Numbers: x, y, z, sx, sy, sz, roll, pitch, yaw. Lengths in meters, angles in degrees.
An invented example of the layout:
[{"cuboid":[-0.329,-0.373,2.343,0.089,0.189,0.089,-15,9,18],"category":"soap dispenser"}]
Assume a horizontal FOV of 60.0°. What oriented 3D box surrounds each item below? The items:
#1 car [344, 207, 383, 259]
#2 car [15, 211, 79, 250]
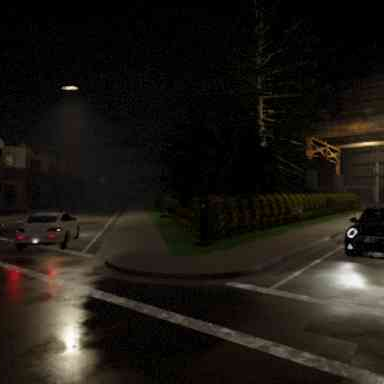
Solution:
[{"cuboid":[7.024,1.345,12.062,2.097,1.767,4.553,0,0,36],"category":"car"},{"cuboid":[-6.099,1.551,14.371,1.812,1.442,4.674,0,0,-10],"category":"car"}]
